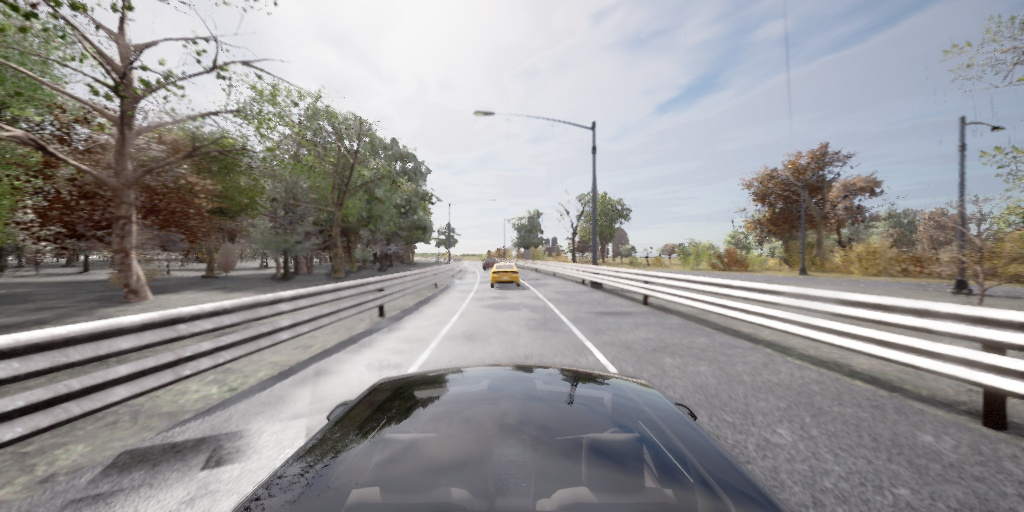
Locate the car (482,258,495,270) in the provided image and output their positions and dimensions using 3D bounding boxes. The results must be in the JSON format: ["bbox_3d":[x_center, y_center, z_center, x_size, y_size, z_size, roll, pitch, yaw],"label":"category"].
[{"bbox_3d":[-3.208,1.092,51.555,2.097,1.767,4.553,0,0,-8],"label":"car"}]

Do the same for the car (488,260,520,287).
[{"bbox_3d":[-0.569,1.236,25.078,1.882,1.535,5.008,0,0,-4],"label":"car"}]
